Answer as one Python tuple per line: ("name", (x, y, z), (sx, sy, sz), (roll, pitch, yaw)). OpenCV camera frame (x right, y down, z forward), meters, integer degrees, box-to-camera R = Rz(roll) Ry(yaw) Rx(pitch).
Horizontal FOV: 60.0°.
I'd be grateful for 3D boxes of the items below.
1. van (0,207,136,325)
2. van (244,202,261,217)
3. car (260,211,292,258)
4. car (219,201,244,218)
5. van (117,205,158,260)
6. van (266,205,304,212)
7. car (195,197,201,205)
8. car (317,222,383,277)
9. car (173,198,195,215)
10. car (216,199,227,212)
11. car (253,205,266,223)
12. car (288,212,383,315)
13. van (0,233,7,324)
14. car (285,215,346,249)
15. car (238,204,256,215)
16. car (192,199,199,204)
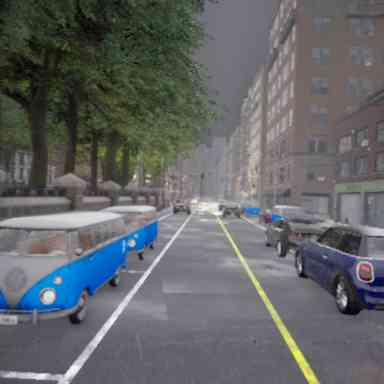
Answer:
("van", (-2.520, 1.332, 6.857), (1.690, 1.788, 3.998), (2, -1, 2))
("van", (7.366, 2.094, 40.466), (1.690, 1.788, 3.998), (2, -1, 2))
("car", (4.344, 1.843, 14.238), (1.837, 1.490, 4.892), (2, -1, 2))
("car", (4.433, 2.118, 37.675), (1.837, 1.490, 4.892), (2, 0, 3))
("van", (-2.291, 1.409, 12.510), (1.690, 1.788, 3.998), (2, -1, 2))
("van", (6.679, 1.875, 23.500), (1.690, 1.788, 3.998), (2, -1, 2))
("car", (0.605, 2.497, 84.252), (1.752, 1.417, 4.829), (2, -1, 2))
("car", (6.214, 1.965, 12.187), (1.802, 1.307, 4.206), (2, -1, 2))
("car", (-1.147, 1.753, 40.775), (2.192, 1.841, 5.009), (2, -1, 2))
("car", (4.843, 2.229, 48.826), (1.882, 1.535, 5.008), (2, 0, 2))
("car", (6.901, 2.153, 29.153), (1.887, 1.381, 4.507), (2, -1, 2))
("car", (4.085, 1.607, 8.216), (2.097, 1.767, 4.553), (2, -1, 2))
("van", (-2.748, 1.254, 1.205), (1.690, 1.788, 3.998), (2, -1, 2))
("car", (6.442, 2.041, 17.842), (1.802, 1.307, 4.206), (2, -1, 2))
("car", (7.587, 2.390, 46.119), (1.947, 1.339, 4.313), (2, -1, 2))
("car", (1.051, 2.657, 95.314), (1.887, 1.381, 4.507), (2, -1, 2))
